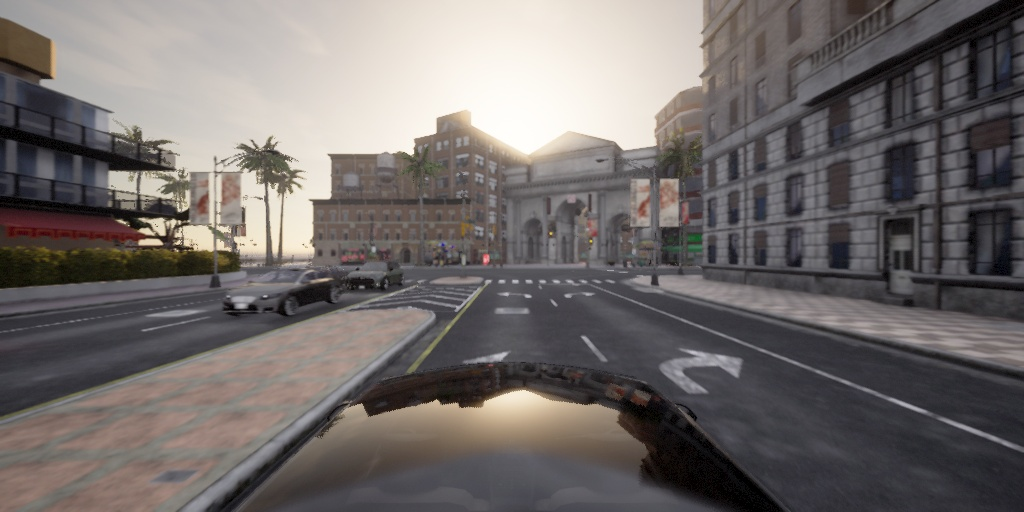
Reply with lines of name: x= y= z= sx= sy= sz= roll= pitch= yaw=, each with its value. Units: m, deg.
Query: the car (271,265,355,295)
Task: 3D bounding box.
car: x=-11.502 y=1.298 z=21.325 sx=2.033 sy=1.411 sz=5.357 roll=0 pitch=0 yaw=0

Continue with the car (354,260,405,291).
car: x=-8.002 y=1.076 z=21.354 sx=2.097 sy=1.767 sz=4.553 roll=0 pitch=0 yaw=0

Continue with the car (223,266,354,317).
car: x=-8.001 y=1.210 z=13.052 sx=2.128 sy=1.511 sz=4.902 roll=0 pitch=0 yaw=0
